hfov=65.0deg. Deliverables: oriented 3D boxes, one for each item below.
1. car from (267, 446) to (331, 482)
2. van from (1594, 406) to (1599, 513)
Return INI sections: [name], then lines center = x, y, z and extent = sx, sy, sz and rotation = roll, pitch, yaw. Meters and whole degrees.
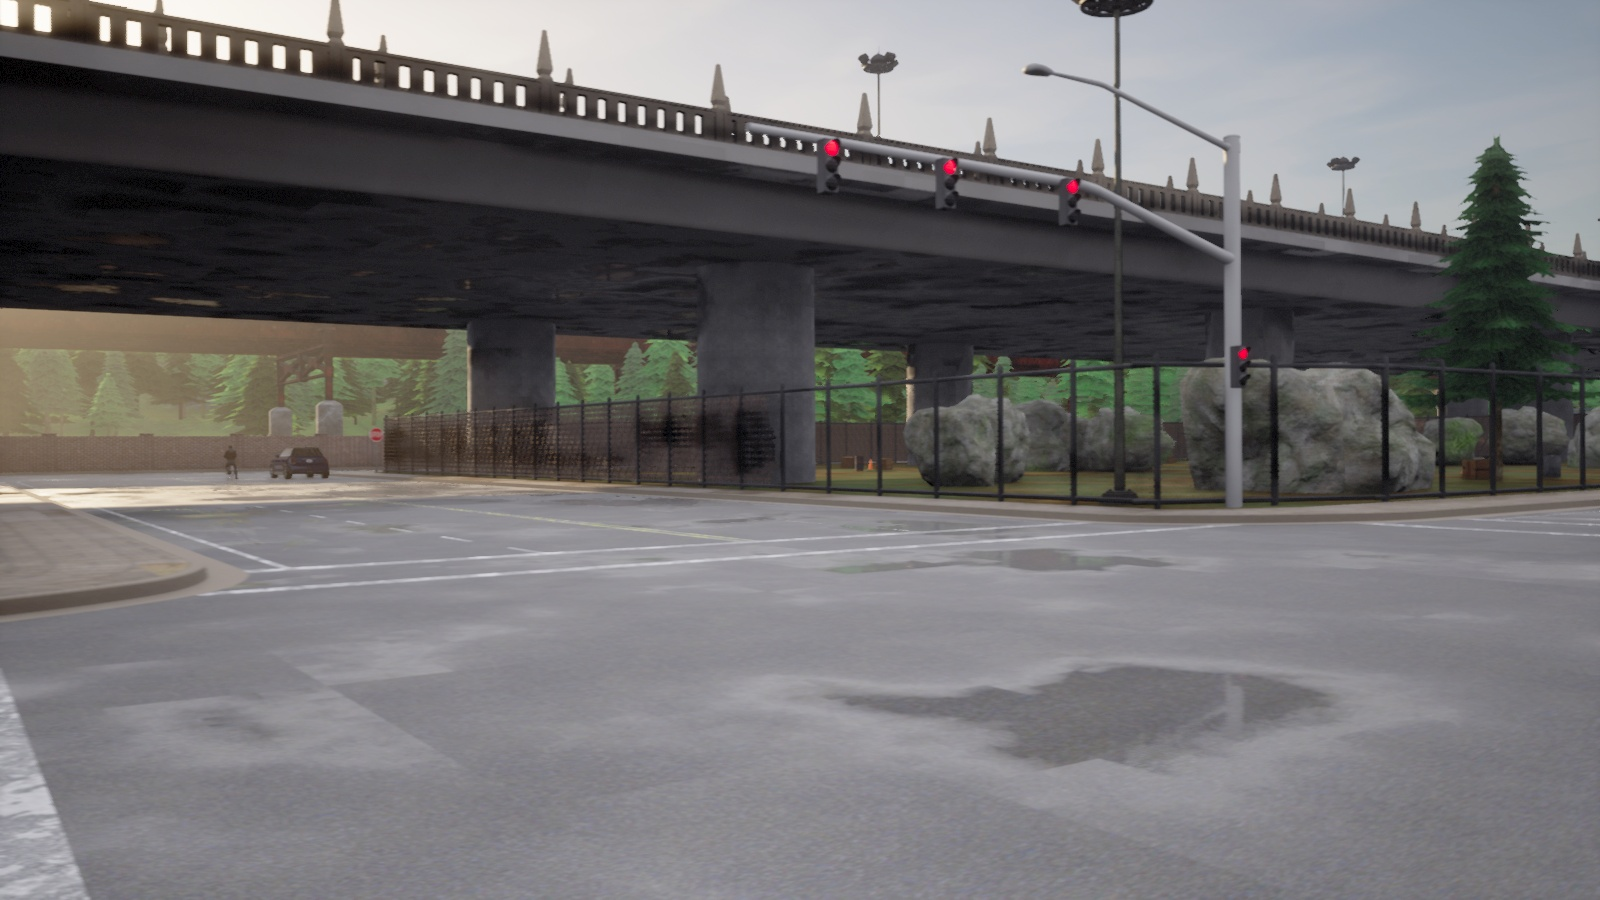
[car]
center = -26.120, 0.704, 65.358
extent = 2.097, 1.767, 4.553
rotation = -1, 0, -35
[van]
center = 17.642, 0.147, 24.468
extent = 4.480, 2.038, 2.069
rotation = -1, 0, -35
